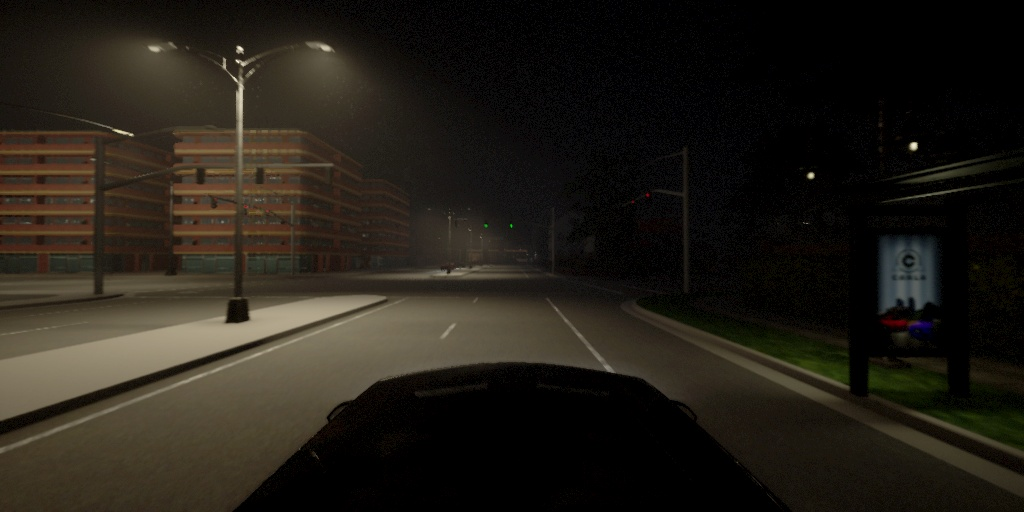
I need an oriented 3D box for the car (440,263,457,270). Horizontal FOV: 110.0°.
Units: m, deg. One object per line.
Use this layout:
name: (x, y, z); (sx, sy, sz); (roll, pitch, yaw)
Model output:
car: (-11.508, 1.895, 63.887); (1.895, 1.301, 4.718); (0, 0, 0)
